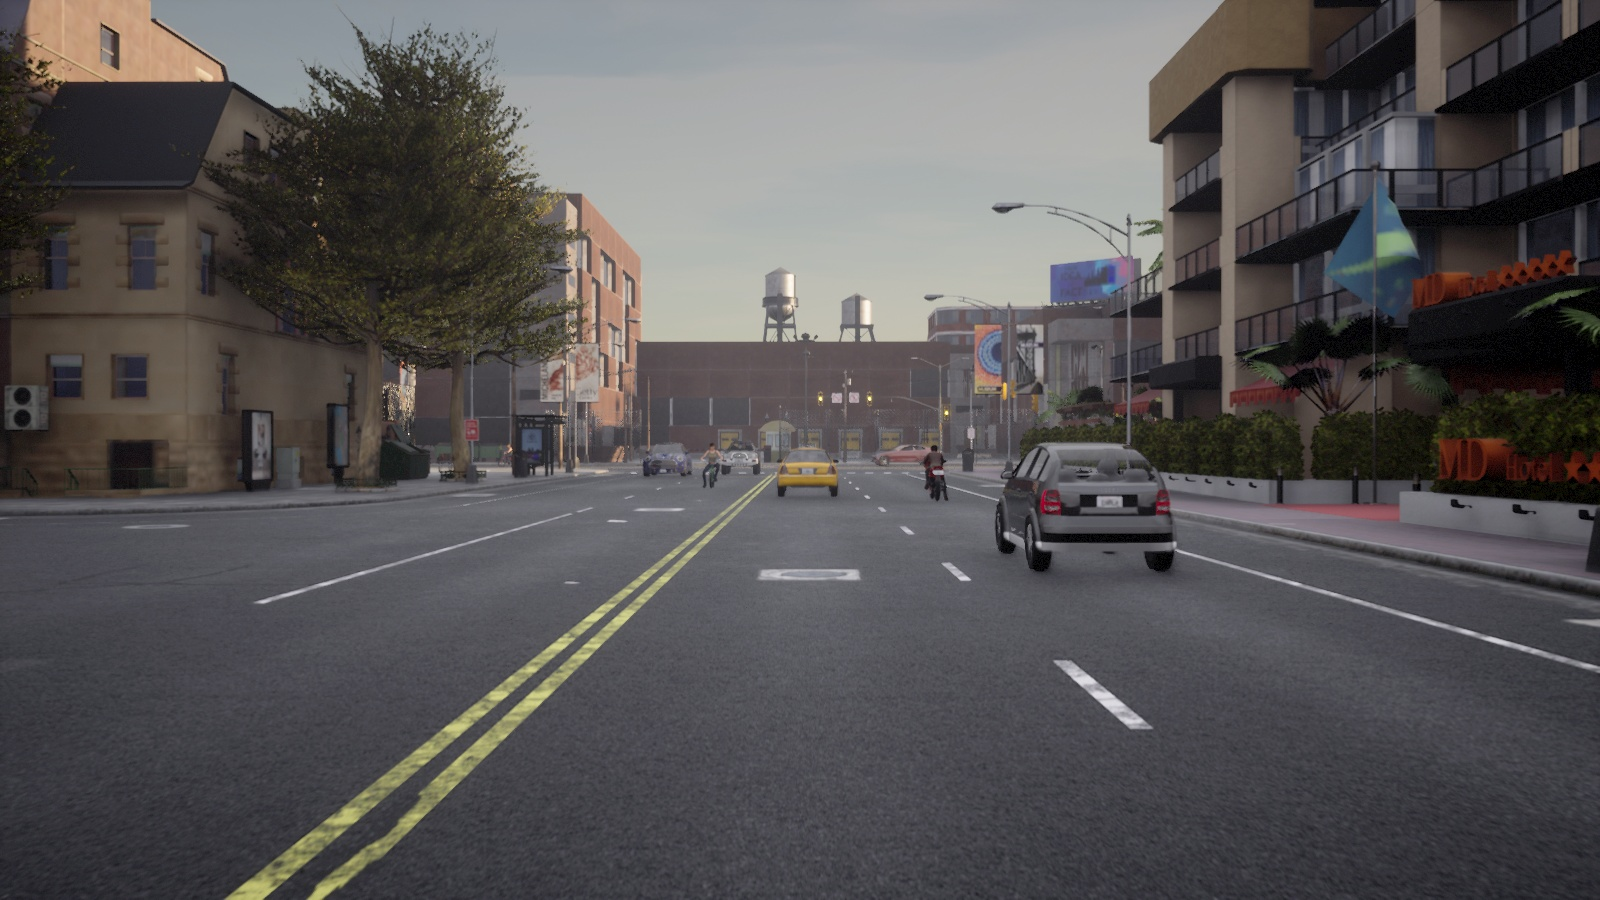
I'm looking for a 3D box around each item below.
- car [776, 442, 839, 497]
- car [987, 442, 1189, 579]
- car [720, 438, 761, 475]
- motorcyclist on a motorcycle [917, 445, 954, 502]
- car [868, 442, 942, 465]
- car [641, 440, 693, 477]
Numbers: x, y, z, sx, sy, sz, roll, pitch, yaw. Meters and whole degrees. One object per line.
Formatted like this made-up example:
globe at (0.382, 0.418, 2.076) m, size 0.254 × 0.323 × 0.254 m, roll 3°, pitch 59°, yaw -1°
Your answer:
car at (0.236, 0.561, 38.587) m, size 1.801 × 1.575 × 5.366 m, roll 0°, pitch 0°, yaw 0°
car at (3.563, 0.681, 16.210) m, size 1.789 × 1.549 × 3.705 m, roll 0°, pitch 1°, yaw 1°
car at (-3.105, 0.345, 66.459) m, size 1.932 × 1.855 × 4.605 m, roll 0°, pitch 0°, yaw 0°
motorcyclist on a motorcycle at (3.712, 0.623, 34.529) m, size 0.797 × 1.523 × 2.044 m, roll 0°, pitch 0°, yaw 0°
car at (7.681, 0.242, 92.124) m, size 5.027 × 1.651 × 2.152 m, roll 0°, pitch 0°, yaw -6°
car at (-6.626, 0.400, 62.873) m, size 2.097 × 1.767 × 4.553 m, roll 0°, pitch 0°, yaw 0°
